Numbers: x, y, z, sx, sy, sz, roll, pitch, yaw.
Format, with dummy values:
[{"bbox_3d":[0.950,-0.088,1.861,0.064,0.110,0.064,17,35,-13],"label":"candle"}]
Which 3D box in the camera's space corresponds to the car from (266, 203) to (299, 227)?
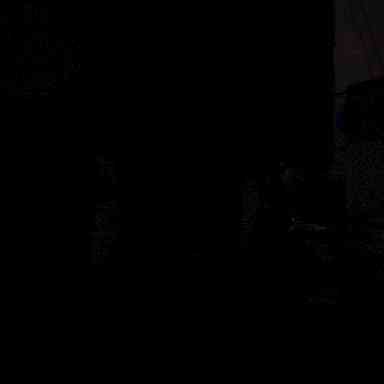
[{"bbox_3d":[5.111,1.505,23.074,1.837,1.490,4.892,0,0,-34],"label":"car"}]
